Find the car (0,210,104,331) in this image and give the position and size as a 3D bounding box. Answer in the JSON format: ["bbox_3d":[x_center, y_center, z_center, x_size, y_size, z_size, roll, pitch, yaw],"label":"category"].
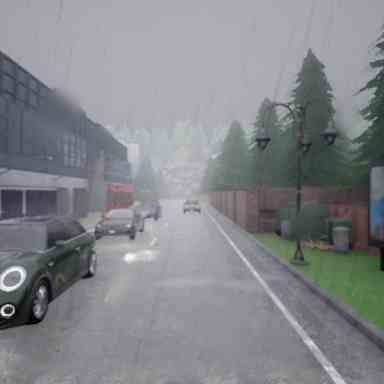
[{"bbox_3d":[-3.598,1.353,7.082,2.097,1.767,4.553,0,0,0],"label":"car"}]

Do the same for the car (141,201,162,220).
[{"bbox_3d":[-3.559,1.496,27.650,2.128,1.511,4.902,0,0,0],"label":"car"}]

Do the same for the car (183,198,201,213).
[{"bbox_3d":[0.002,1.607,36.532,1.895,1.301,4.718,0,0,0],"label":"car"}]

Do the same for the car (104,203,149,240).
[{"bbox_3d":[-3.594,1.528,17.317,1.812,1.442,4.674,0,0,0],"label":"car"}]
